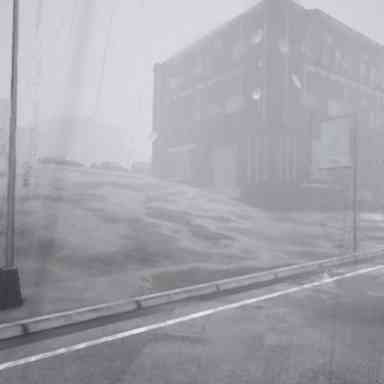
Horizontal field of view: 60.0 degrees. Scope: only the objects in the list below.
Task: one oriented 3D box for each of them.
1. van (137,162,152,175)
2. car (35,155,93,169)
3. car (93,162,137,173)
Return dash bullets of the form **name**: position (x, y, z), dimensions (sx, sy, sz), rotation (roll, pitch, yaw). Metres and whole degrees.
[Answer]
- **van**: position (-5.117, -2.490, 40.032), dimensions (1.878, 1.987, 4.442), rotation (0, -2, 39)
- **car**: position (-12.261, -2.685, 31.385), dimensions (2.002, 1.452, 4.674), rotation (0, -2, 41)
- **car**: position (-8.702, -2.468, 35.629), dimensions (2.002, 1.452, 4.674), rotation (0, -2, 40)
